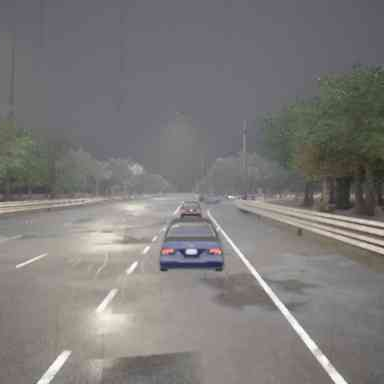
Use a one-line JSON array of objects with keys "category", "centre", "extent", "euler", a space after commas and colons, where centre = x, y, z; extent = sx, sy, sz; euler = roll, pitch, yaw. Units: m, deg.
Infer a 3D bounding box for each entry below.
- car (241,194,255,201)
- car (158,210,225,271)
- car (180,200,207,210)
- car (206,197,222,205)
[{"category": "car", "centre": [13.378, 1.269, 78.969], "extent": [2.097, 1.767, 4.553], "euler": [0, 0, 35]}, {"category": "car", "centre": [-0.019, 1.542, 10.823], "extent": [2.033, 1.411, 5.357], "euler": [0, 0, 0]}, {"category": "car", "centre": [-0.056, 1.532, 29.077], "extent": [2.033, 1.411, 5.357], "euler": [0, 0, 0]}, {"category": "car", "centre": [3.809, 1.508, 58.285], "extent": [2.033, 1.411, 5.357], "euler": [0, 0, 18]}]
